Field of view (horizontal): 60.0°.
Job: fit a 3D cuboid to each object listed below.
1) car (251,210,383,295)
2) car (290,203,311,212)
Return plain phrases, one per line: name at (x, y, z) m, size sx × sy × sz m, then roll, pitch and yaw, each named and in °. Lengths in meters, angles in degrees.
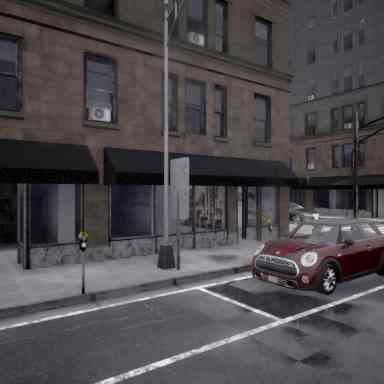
car at (3.443, 1.440, 8.658) m, size 4.097 × 1.590 × 1.967 m, roll 0°, pitch 0°, yaw -36°
car at (7.045, 1.537, 24.612) m, size 2.128 × 1.511 × 4.902 m, roll 0°, pitch 0°, yaw -35°
